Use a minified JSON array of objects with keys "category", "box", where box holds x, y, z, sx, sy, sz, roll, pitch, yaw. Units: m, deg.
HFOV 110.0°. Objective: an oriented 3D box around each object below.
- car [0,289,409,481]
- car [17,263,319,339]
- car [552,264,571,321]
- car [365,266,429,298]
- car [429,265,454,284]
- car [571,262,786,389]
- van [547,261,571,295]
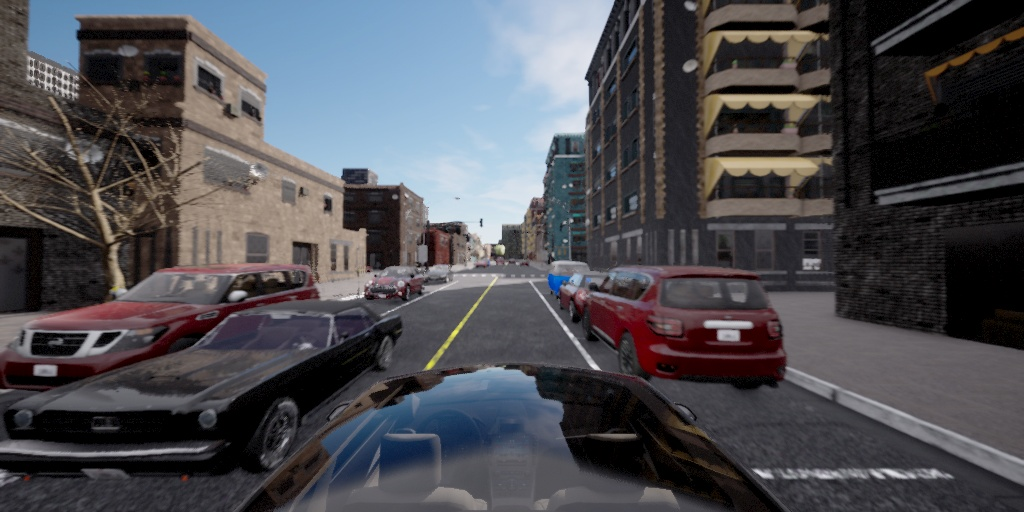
[{"category":"car","box":[-3.099,1.363,4.943,1.895,1.301,4.718,0,0,0]},{"category":"car","box":[-5.689,1.084,6.875,2.192,1.841,5.009,0,0,0]},{"category":"car","box":[2.691,1.229,12.275,1.967,1.591,4.097,0,0,0]},{"category":"car","box":[-5.690,1.249,17.690,1.967,1.591,4.097,0,0,0]},{"category":"car","box":[-5.691,1.399,28.504,2.007,1.370,4.403,0,0,0]},{"category":"car","box":[2.692,1.084,6.868,2.192,1.841,5.009,0,0,0]},{"category":"van","box":[2.691,1.150,17.682,1.690,1.789,3.998,0,0,0]}]
